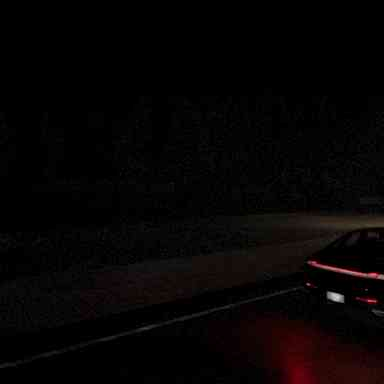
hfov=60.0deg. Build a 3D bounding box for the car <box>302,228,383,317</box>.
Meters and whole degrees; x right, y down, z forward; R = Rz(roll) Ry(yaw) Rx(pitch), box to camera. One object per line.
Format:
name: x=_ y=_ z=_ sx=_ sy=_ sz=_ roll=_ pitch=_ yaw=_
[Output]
car: x=4.304 y=1.491 z=6.815 sx=4.902 sy=1.511 sz=2.128 roll=0 pitch=0 yaw=-35
